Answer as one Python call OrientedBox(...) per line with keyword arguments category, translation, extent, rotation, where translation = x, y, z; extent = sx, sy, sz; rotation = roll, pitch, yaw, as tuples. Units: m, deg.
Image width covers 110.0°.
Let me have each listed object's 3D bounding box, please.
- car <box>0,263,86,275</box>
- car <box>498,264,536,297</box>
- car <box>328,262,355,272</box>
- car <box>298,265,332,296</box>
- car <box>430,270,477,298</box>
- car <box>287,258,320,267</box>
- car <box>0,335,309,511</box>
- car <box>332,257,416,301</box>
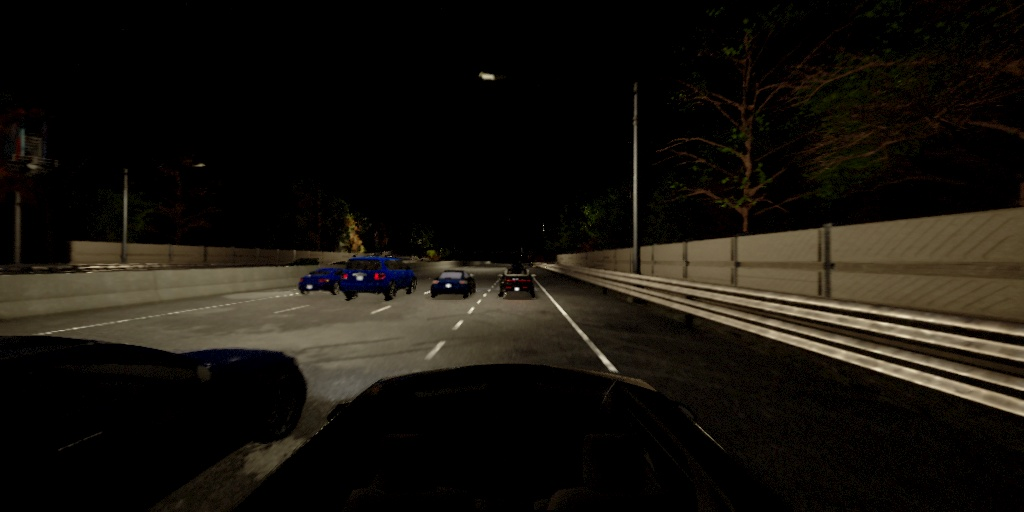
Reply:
OrientedBox(category="car", translation=(-20.896, 1.121, 15.160), extent=(2.097, 1.767, 4.553), rotation=(0, -1, 1))
OrientedBox(category="car", translation=(0.279, 1.420, 20.337), extent=(1.837, 1.490, 4.892), rotation=(0, -1, 1))
OrientedBox(category="car", translation=(-27.185, 1.652, 57.442), extent=(1.837, 1.490, 4.892), rotation=(0, 0, 1))
OrientedBox(category="car", translation=(-10.121, 1.390, 20.292), extent=(1.812, 1.442, 4.674), rotation=(0, -1, 1))
OrientedBox(category="car", translation=(-3.125, 1.457, 19.790), extent=(1.994, 1.385, 4.181), rotation=(0, -1, 1))
OrientedBox(category="car", translation=(-30.748, 1.309, 53.186), extent=(2.150, 2.045, 5.566), rotation=(0, -1, 1))
OrientedBox(category="car", translation=(-3.392, 1.266, 2.394), extent=(1.812, 1.442, 4.674), rotation=(0, 0, 1))
OrientedBox(category="car", translation=(-6.649, 1.086, 18.445), extent=(2.150, 2.045, 5.566), rotation=(0, -1, 1))
